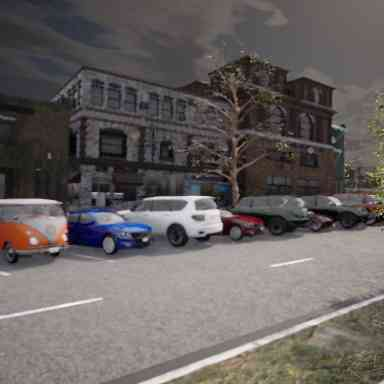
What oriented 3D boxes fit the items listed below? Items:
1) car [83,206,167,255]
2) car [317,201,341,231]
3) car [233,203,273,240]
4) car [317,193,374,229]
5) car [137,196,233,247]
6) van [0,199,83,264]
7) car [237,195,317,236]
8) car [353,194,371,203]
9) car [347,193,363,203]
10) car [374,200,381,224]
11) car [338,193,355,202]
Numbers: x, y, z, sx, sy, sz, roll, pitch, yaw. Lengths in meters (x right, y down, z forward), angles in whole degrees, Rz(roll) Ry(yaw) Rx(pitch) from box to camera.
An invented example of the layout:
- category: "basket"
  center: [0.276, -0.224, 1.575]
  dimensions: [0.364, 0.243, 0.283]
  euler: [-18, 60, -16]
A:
- category: "car"
  center: [-3.720, 1.465, 13.330]
  dimensions: [5.008, 1.535, 2.097]
  euler: [-1, -1, 35]
- category: "car"
  center: [6.114, 1.506, 20.264]
  dimensions: [4.792, 1.488, 2.163]
  euler: [-1, -1, 35]
- category: "car"
  center: [1.183, 1.471, 16.806]
  dimensions: [5.008, 1.535, 2.097]
  euler: [-1, -1, 35]
- category: "car"
  center: [8.565, 1.228, 22.008]
  dimensions: [5.566, 2.045, 2.435]
  euler: [-1, -1, 35]
- category: "car"
  center: [-1.293, 1.217, 15.080]
  dimensions: [5.566, 2.045, 2.435]
  euler: [-1, -1, 35]
- category: "van"
  center: [-6.075, 1.235, 11.527]
  dimensions: [4.442, 1.987, 1.878]
  euler: [-1, -1, 35]
- category: "car"
  center: [3.608, 1.223, 18.555]
  dimensions: [5.566, 2.045, 2.435]
  euler: [-1, -1, 35]
- category: "car"
  center: [31.070, 1.182, 60.738]
  dimensions: [2.231, 1.521, 4.892]
  euler: [0, -1, 36]
- category: "car"
  center: [38.910, 1.457, 79.203]
  dimensions: [2.435, 2.045, 5.566]
  euler: [1, -2, 35]
- category: "car"
  center: [11.019, 1.511, 23.741]
  dimensions: [4.792, 1.488, 2.163]
  euler: [-1, -1, 35]
- category: "car"
  center: [29.377, 1.055, 63.155]
  dimensions: [2.185, 1.767, 4.553]
  euler: [0, -1, 36]
